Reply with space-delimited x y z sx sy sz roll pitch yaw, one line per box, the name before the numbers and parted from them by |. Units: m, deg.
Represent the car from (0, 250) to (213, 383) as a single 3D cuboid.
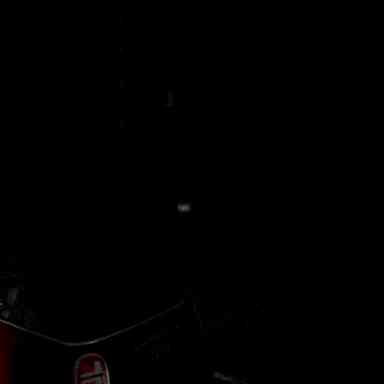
car | -1.866 1.468 4.139 4.097 1.590 1.967 -1 0 35
